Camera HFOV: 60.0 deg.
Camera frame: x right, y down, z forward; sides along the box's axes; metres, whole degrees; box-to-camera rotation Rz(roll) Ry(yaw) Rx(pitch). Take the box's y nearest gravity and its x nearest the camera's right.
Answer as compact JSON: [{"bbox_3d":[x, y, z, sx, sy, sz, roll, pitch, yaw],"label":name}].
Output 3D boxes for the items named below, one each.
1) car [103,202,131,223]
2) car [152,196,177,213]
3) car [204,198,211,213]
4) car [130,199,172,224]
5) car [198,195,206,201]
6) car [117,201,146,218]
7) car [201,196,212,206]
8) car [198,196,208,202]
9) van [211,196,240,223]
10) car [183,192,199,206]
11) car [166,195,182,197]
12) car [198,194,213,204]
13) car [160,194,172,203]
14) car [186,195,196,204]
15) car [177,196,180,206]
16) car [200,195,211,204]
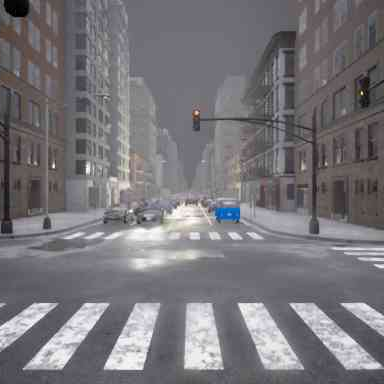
[{"bbox_3d":[-5.427,1.549,24.915,2.008,1.369,4.403,0,0,0],"label":"car"},{"bbox_3d":[-2.903,1.476,33.910,1.882,1.535,5.008,0,0,0],"label":"car"},{"bbox_3d":[2.580,1.580,36.299,1.802,1.307,4.206,0,0,0],"label":"car"},{"bbox_3d":[-2.876,1.490,24.467,2.128,1.511,4.902,0,0,-1],"label":"car"},{"bbox_3d":[2.502,1.530,87.431,1.947,1.339,4.313,0,0,0],"label":"car"},{"bbox_3d":[-5.436,1.543,30.597,1.887,1.381,4.507,0,0,0],"label":"car"},{"bbox_3d":[2.563,1.576,47.662,1.802,1.307,4.206,0,0,0],"label":"car"},{"bbox_3d":[2.519,1.524,76.068,2.008,1.369,4.403,0,0,0],"label":"car"},{"bbox_3d":[2.598,1.340,24.937,1.690,1.788,3.998,0,0,0],"label":"van"},{"bbox_3d":[-0.086,1.340,55.032,2.097,1.767,4.553,0,0,0],"label":"car"},{"bbox_3d":[-2.889,1.554,53.158,1.994,1.385,4.181,0,0,1],"label":"car"},{"bbox_3d":[2.554,1.305,53.343,2.192,1.841,5.009,0,0,0],"label":"car"},{"bbox_3d":[-5.497,1.292,70.370,2.192,1.841,5.009,0,0,0],"label":"car"},{"bbox_3d":[-0.101,1.459,65.064,1.882,1.535,5.008,0,0,0],"label":"car"},{"bbox_3d":[-2.914,1.560,43.136,1.994,1.385,4.181,0,0,0],"label":"car"},{"bbox_3d":[2.537,1.421,64.706,1.967,1.590,4.097,0,0,0],"label":"car"}]
